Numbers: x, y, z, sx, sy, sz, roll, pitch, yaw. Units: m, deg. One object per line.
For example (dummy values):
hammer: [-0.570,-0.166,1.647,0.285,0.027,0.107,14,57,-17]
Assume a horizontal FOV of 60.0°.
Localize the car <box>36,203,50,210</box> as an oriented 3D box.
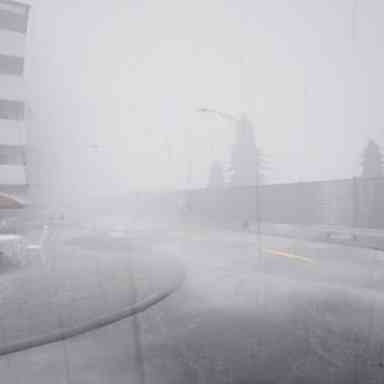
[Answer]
car: [-33.274,3.303,74.860,1.994,1.385,4.181,0,-1,-29]
